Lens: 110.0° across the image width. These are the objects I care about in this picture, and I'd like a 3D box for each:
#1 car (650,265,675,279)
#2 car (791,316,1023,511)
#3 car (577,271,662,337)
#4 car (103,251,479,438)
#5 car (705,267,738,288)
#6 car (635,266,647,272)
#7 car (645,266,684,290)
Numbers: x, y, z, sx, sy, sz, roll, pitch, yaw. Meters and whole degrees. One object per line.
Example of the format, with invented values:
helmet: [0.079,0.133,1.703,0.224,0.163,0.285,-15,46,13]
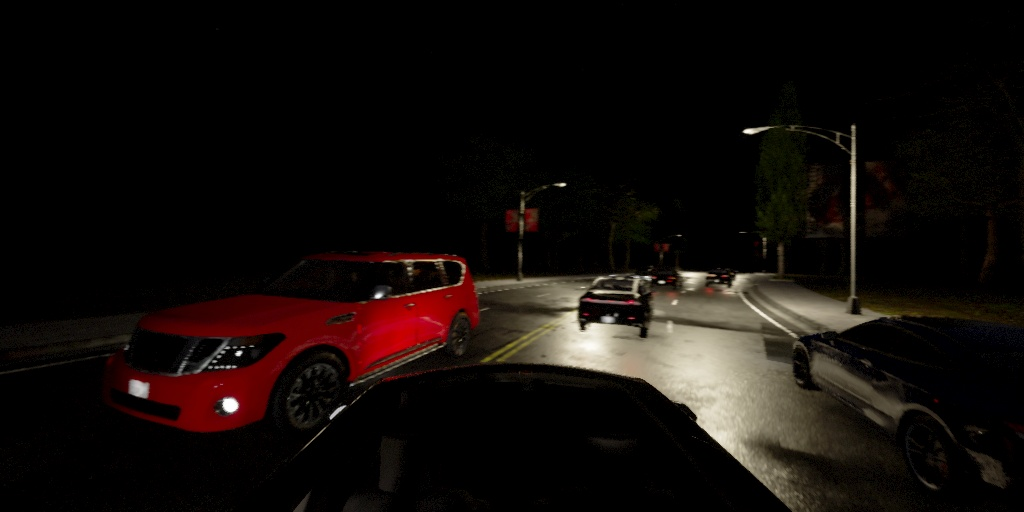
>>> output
car: [18.445,1.905,43.720,1.882,1.535,5.008,1,-1,34]
car: [4.962,1.424,4.060,1.812,1.442,4.674,1,0,21]
car: [3.321,1.383,11.044,2.128,1.511,4.902,1,0,23]
car: [-2.495,0.930,5.928,2.150,2.045,5.566,1,0,21]
car: [17.350,1.785,30.010,2.128,1.511,4.902,1,0,34]
car: [18.655,2.032,49.849,2.033,1.411,5.357,1,-1,34]
car: [11.663,1.688,27.025,1.812,1.442,4.674,1,0,31]
